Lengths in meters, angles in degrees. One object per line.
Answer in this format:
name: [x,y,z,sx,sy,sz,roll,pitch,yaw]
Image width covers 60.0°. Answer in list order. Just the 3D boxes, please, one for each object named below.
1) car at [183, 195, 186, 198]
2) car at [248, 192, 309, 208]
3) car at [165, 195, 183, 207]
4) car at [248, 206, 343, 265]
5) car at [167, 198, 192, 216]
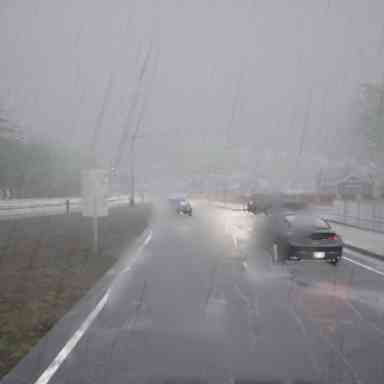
car: [-2.459,1.300,68.207,2.033,1.411,5.357,0,0,-11]
car: [7.645,1.041,29.548,5.566,2.045,2.150,-1,-1,-21]
car: [-2.721,1.281,46.773,1.882,1.535,5.008,0,0,-7]
car: [3.413,1.463,11.508,1.837,1.490,4.892,0,0,-1]
car: [-1.068,1.475,30.267,1.895,1.301,4.718,0,0,-4]
